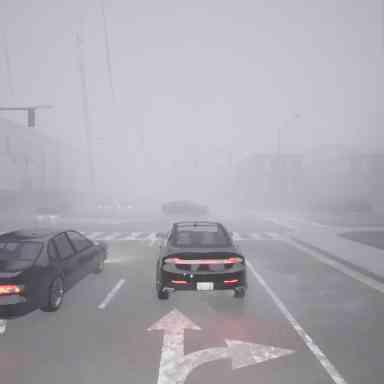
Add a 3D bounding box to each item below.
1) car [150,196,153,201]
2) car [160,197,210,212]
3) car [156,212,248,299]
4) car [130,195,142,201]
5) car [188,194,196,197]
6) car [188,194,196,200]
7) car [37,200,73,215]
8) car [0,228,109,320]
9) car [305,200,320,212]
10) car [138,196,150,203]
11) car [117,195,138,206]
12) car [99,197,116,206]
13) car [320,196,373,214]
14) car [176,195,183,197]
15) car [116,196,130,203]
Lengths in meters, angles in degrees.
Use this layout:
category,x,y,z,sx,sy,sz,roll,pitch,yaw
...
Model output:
category,x,y,z,sx,sy,sz,roll,pitch,yaw
car,-10.529,1.548,80.346,1.994,1.385,4.181,0,0,0
car,-0.654,1.491,30.632,4.902,1.511,2.128,0,0,32
car,0.112,1.492,8.445,2.128,1.511,4.902,0,0,-3
car,-14.030,1.533,83.118,2.033,1.411,5.357,0,0,0
car,-0.029,1.500,82.458,1.837,1.490,4.892,0,0,0
car,-0.033,1.355,92.849,2.097,1.767,4.553,0,0,0
car,-14.113,1.547,34.654,2.033,1.411,5.357,0,0,0
car,-3.434,1.547,7.639,2.033,1.411,5.357,0,0,0
car,15.698,1.491,38.710,4.902,1.511,2.128,0,0,0
car,-10.525,1.478,68.665,1.882,1.535,5.008,0,0,0
car,-10.621,1.478,54.872,1.882,1.535,5.008,0,0,0
car,-14.105,1.563,55.581,1.994,1.385,4.181,0,0,0
car,16.528,1.352,35.209,4.553,1.767,2.097,0,0,0
car,-3.533,1.524,92.864,1.812,1.442,4.674,0,0,0
car,-14.024,1.524,68.047,1.812,1.442,4.674,0,0,0
